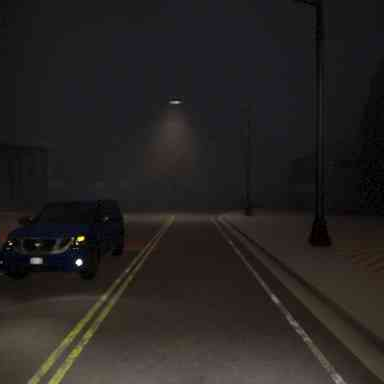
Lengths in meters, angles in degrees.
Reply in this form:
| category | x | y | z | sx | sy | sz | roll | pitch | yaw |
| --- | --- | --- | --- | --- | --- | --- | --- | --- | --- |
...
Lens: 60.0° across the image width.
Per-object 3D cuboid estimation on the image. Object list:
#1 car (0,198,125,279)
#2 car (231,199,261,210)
| category | x | y | z | sx | sy | sz | roll | pitch | yaw |
| --- | --- | --- | --- | --- | --- | --- | --- | --- | --- |
| car | -3.586 | 1.247 | 10.446 | 2.150 | 2.045 | 5.566 | 0 | 0 | 0 |
| car | 7.540 | 1.707 | 46.417 | 4.674 | 1.442 | 1.812 | 0 | -1 | -36 |
